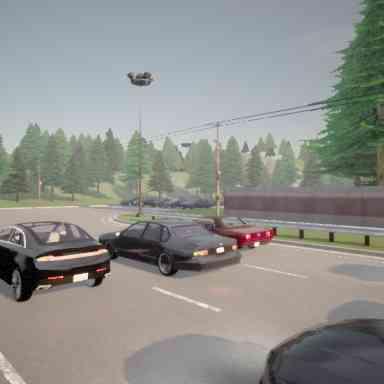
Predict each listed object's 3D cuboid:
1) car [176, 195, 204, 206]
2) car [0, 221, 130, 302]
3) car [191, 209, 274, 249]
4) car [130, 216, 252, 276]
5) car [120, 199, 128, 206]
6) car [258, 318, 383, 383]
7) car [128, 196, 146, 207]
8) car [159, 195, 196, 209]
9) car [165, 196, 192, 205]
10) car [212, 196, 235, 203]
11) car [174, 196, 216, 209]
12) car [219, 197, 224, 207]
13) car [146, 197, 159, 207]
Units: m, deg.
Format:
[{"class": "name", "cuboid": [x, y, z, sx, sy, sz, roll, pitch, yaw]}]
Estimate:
[{"class": "car", "cuboid": [-0.307, 1.352, 57.297, 4.553, 1.767, 2.097, 0, 0, -43]}, {"class": "car", "cuboid": [-3.876, 1.492, 8.414, 2.128, 1.511, 4.902, 0, 0, -43]}, {"class": "car", "cuboid": [0.833, 1.601, 13.632, 1.895, 1.301, 4.718, 0, 0, -43]}, {"class": "car", "cuboid": [-0.983, 1.547, 10.436, 2.033, 1.411, 5.357, 0, 0, -43]}, {"class": "car", "cuboid": [-9.286, 1.505, 53.725, 4.892, 1.490, 1.837, 0, 0, -43]}, {"class": "car", "cuboid": [2.610, 1.505, 1.669, 1.837, 1.490, 4.892, 0, 0, -43]}, {"class": "car", "cuboid": [-6.806, 1.491, 51.254, 4.902, 1.511, 2.128, 0, 0, -43]}, {"class": "car", "cuboid": [-1.877, 1.526, 46.260, 4.674, 1.442, 1.812, 0, 0, -42]}, {"class": "car", "cuboid": [-2.417, 1.505, 60.107, 4.892, 1.490, 1.837, 0, 0, -43]}, {"class": "car", "cuboid": [6.511, 1.601, 68.326, 4.718, 1.301, 1.895, 0, 0, -43]}, {"class": "car", "cuboid": [0.694, 1.547, 43.891, 5.357, 1.411, 2.033, 0, 0, -43]}, {"class": "car", "cuboid": [5.205, 1.547, 52.873, 5.357, 1.411, 2.033, 0, 0, -43]}, {"class": "car", "cuboid": [-4.132, 1.564, 48.961, 4.181, 1.385, 1.994, 0, 0, -43]}]
